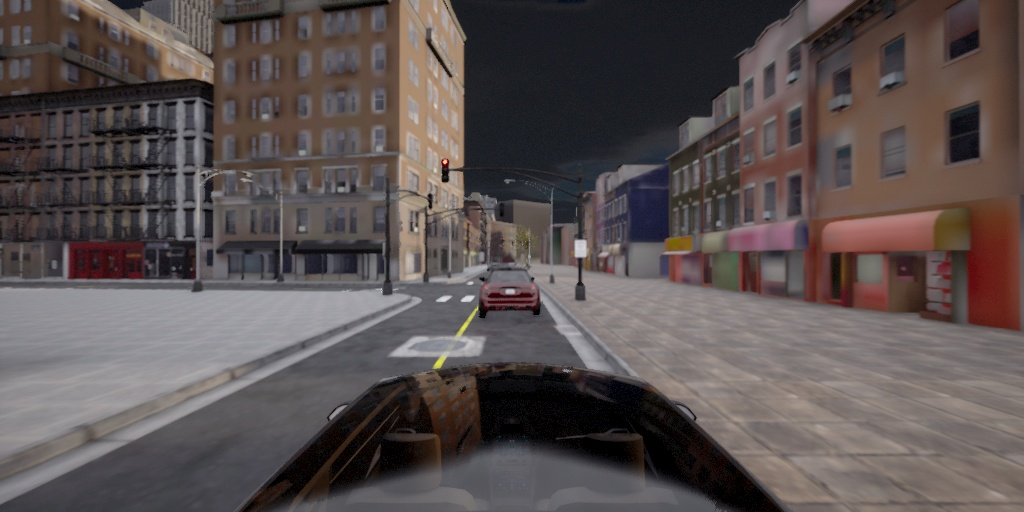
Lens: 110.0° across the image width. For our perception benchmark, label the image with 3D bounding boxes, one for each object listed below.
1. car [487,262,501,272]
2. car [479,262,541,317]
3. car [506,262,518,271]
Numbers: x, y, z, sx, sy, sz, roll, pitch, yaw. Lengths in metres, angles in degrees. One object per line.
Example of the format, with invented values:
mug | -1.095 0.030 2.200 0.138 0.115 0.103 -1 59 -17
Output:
car | -2.837 1.736 57.520 1.994 1.385 4.181 0 0 0
car | -0.191 1.190 13.818 2.097 1.767 4.553 0 0 -4
car | -0.030 1.750 61.338 2.033 1.411 5.357 0 0 0
